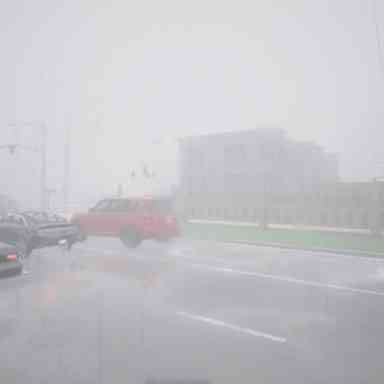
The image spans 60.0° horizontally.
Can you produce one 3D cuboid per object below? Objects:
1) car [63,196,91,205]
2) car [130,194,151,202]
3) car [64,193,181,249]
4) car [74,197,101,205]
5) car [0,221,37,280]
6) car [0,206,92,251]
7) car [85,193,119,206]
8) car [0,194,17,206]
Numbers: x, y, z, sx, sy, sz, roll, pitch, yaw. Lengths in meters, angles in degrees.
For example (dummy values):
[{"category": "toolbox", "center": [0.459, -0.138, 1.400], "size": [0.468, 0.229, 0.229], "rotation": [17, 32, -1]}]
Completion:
[{"category": "car", "center": [-21.163, 1.532, 61.169], "size": [1.812, 1.442, 4.674], "rotation": [0, 0, 37]}, {"category": "car", "center": [-11.516, 1.361, 74.344], "size": [2.097, 1.767, 4.553], "rotation": [0, 0, 36]}, {"category": "car", "center": [-3.089, 1.223, 14.764], "size": [5.566, 2.045, 2.150], "rotation": [0, 0, 35]}, {"category": "car", "center": [-18.485, 1.570, 58.933], "size": [1.994, 1.385, 4.181], "rotation": [0, 0, 37]}, {"category": "car", "center": [-6.490, 1.549, 8.596], "size": [5.357, 1.411, 2.033], "rotation": [0, 0, 36]}, {"category": "car", "center": [-6.411, 1.493, 12.846], "size": [4.902, 1.511, 2.128], "rotation": [0, 0, 36]}, {"category": "car", "center": [-15.428, 1.229, 57.200], "size": [2.150, 2.045, 5.566], "rotation": [0, 0, 37]}, {"category": "car", "center": [-16.137, 1.226, 27.515], "size": [2.150, 2.045, 5.566], "rotation": [-2, 0, -16]}]
